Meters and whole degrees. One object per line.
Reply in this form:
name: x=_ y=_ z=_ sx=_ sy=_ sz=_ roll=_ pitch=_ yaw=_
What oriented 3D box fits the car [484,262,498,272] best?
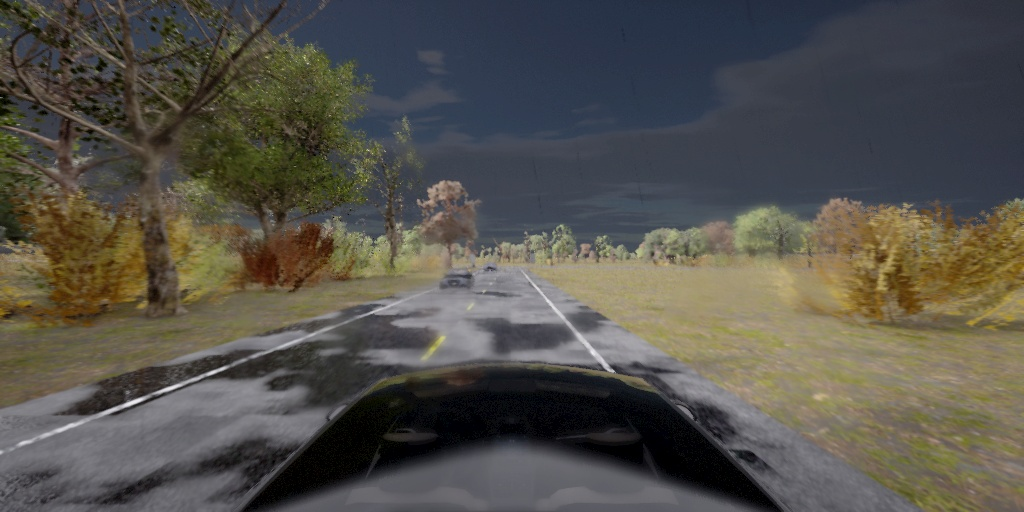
car: x=-3.510 y=1.697 z=59.430 sx=2.097 sy=1.767 sz=4.553 roll=0 pitch=-1 yaw=0

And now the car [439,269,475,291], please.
car: x=-3.601 y=1.551 z=24.240 sx=1.994 sy=1.385 sz=4.181 roll=0 pitch=-1 yaw=0
